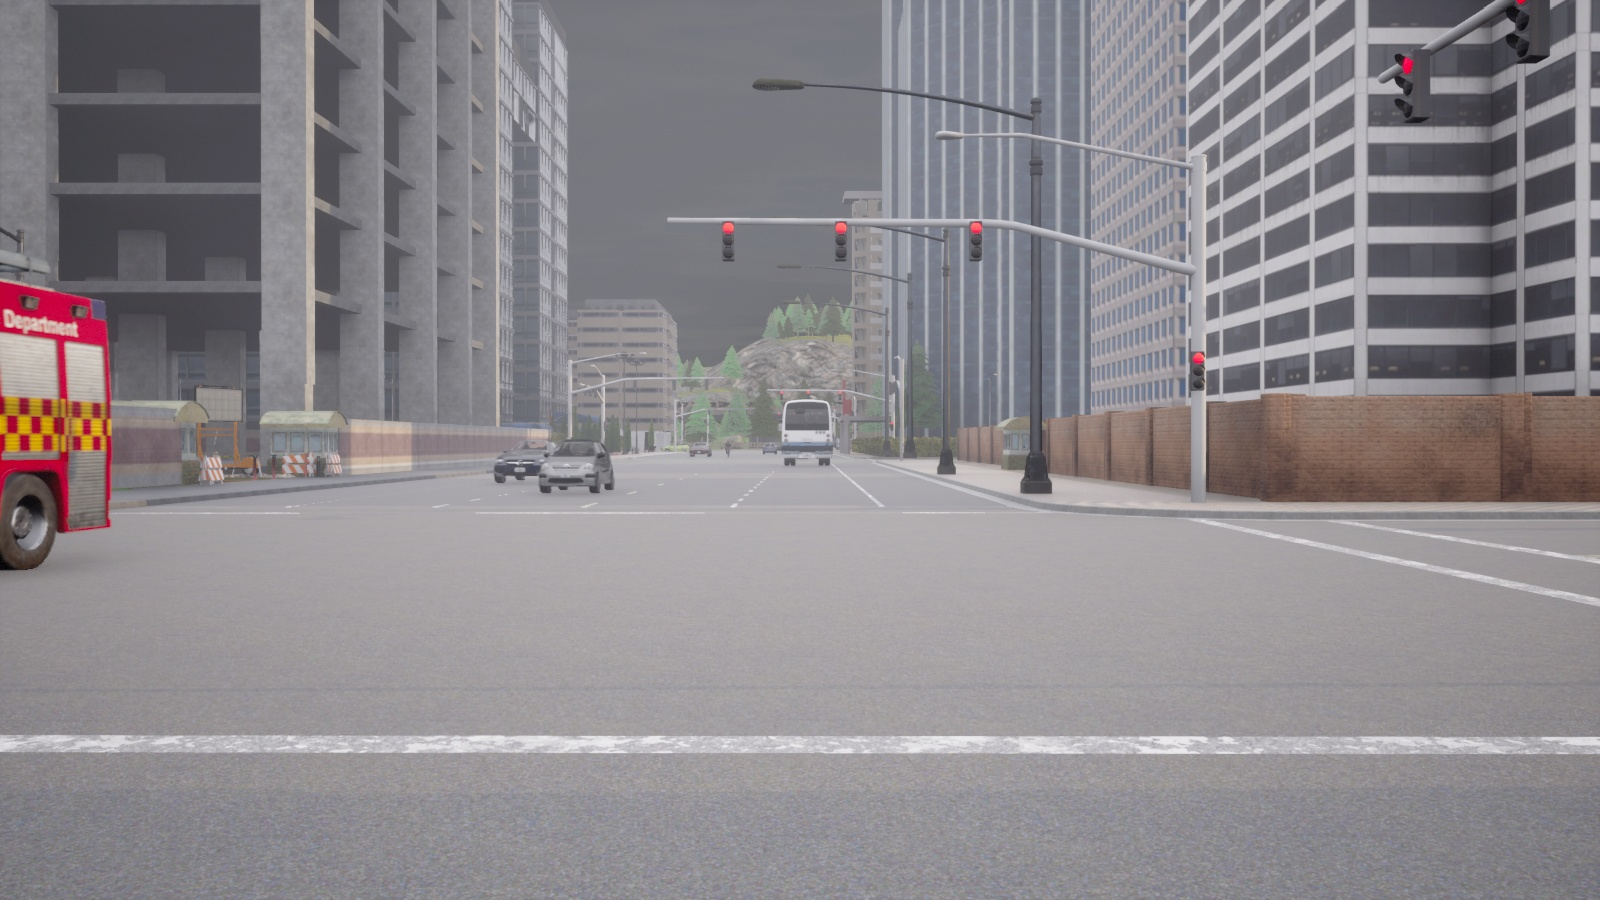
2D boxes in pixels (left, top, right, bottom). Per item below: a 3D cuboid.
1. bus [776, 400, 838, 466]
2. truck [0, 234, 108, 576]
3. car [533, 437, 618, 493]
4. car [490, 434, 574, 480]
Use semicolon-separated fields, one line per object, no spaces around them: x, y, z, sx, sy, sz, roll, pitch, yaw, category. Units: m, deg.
0.483;-1.112;85.408;3.944;4.253;10.273;0;0;0;bus
-10.418;-0.494;11.998;2.891;3.827;8.468;0;0;0;truck
-6.775;0.423;38.219;1.851;1.617;3.988;0;0;0;car
-10.220;0.245;48.254;2.152;1.651;5.027;0;0;0;car
